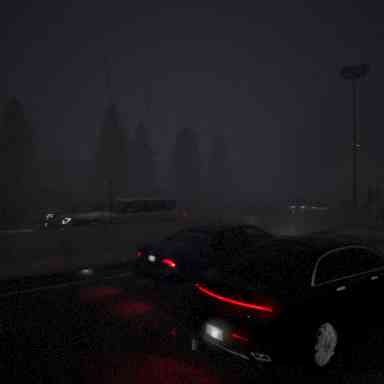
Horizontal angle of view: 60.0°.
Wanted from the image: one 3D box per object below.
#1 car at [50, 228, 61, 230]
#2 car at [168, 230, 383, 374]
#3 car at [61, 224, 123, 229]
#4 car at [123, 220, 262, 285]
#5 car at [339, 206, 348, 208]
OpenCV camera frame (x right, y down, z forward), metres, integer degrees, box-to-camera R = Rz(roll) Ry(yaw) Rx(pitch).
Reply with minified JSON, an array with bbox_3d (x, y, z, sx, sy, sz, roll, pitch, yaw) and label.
[{"bbox_3d":[-5.197,1.391,17.985,4.553,1.767,2.097,0,0,-41],"label":"car"},{"bbox_3d":[2.180,1.510,5.686,4.892,1.490,1.837,0,0,-38],"label":"car"},{"bbox_3d":[-2.759,1.254,15.397,5.566,2.045,2.150,0,0,-41],"label":"car"},{"bbox_3d":[1.013,1.561,9.166,5.357,1.411,2.033,0,0,-40],"label":"car"},{"bbox_3d":[22.527,1.631,48.478,1.895,1.301,4.718,0,0,25],"label":"car"}]
